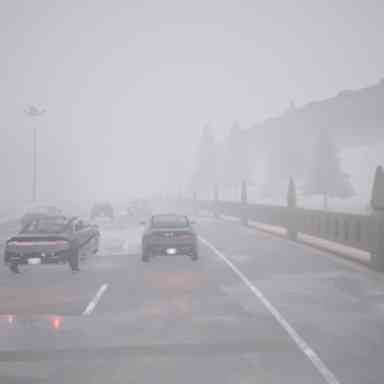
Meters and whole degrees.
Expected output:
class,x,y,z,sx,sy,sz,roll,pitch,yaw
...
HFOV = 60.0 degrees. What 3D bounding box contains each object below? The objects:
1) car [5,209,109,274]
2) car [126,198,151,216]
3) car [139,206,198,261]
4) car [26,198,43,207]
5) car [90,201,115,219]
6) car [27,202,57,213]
class,x,y,z,sx,sy,sz,roll,pitch,yaw
car,-4.220,1.519,10.766,2.128,1.511,4.902,0,0,-6
car,-5.362,1.400,33.185,2.097,1.767,4.553,0,0,-15
car,-0.887,1.519,12.426,1.837,1.490,4.892,0,0,-6
car,-26.898,1.763,56.944,1.895,1.301,4.718,0,0,-16
car,-7.994,1.564,29.639,1.837,1.490,4.892,0,0,-15
car,-9.526,1.584,21.406,1.812,1.442,4.674,0,0,-12
